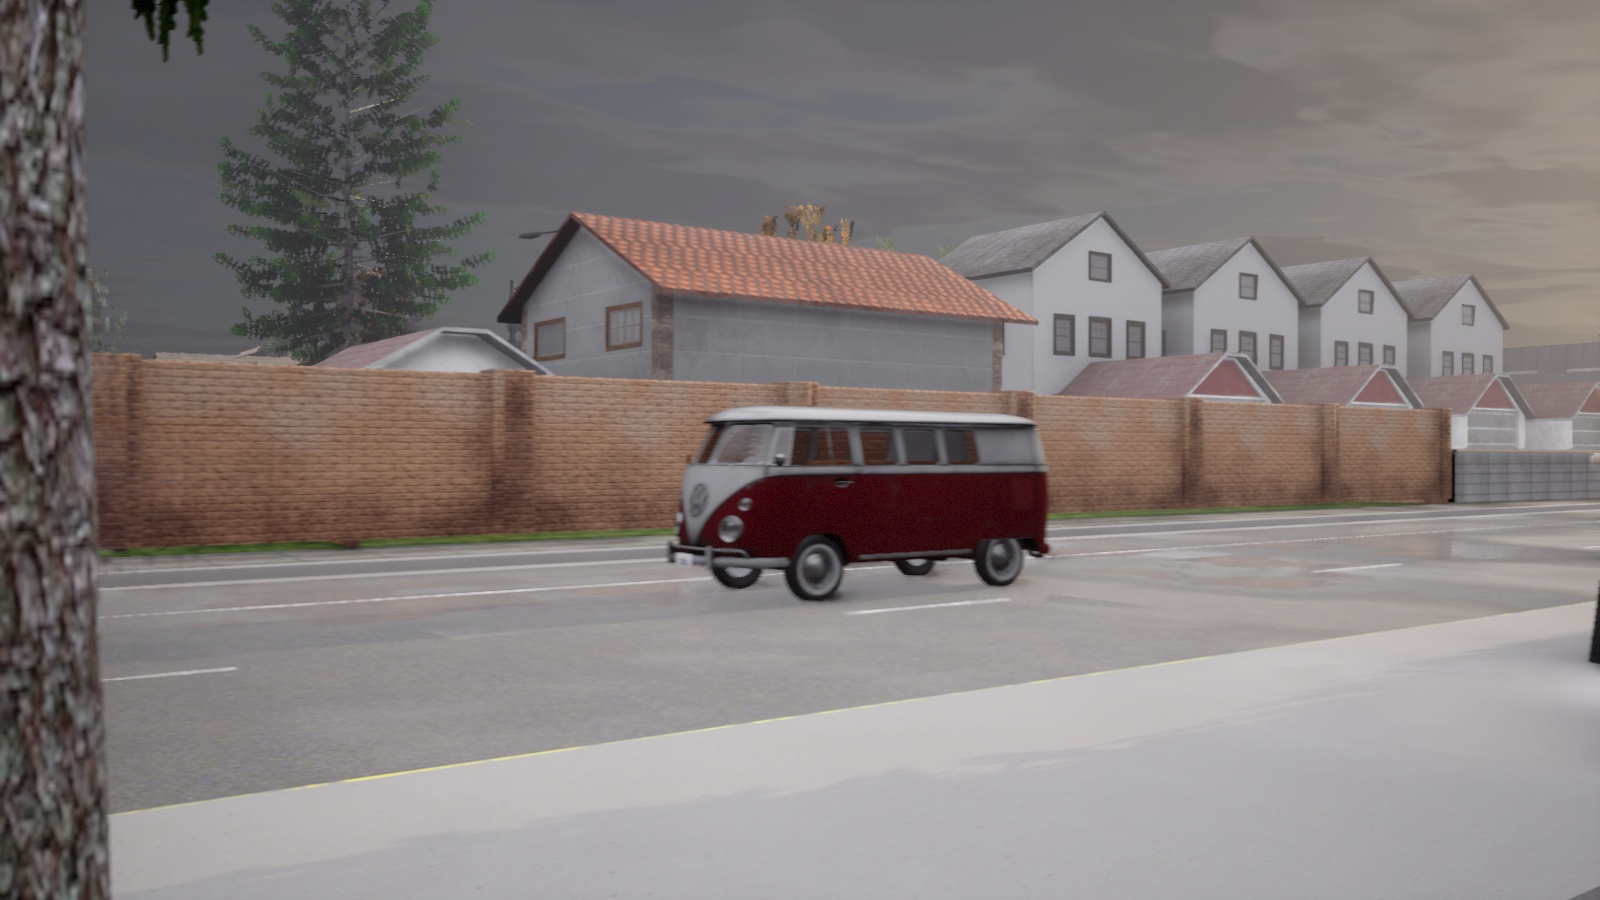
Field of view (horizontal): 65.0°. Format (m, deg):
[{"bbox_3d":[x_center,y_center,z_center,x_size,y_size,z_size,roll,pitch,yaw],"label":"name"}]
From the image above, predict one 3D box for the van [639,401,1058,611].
[{"bbox_3d":[0.628,0.530,13.844,4.442,1.987,1.775,0,0,-35],"label":"van"}]
